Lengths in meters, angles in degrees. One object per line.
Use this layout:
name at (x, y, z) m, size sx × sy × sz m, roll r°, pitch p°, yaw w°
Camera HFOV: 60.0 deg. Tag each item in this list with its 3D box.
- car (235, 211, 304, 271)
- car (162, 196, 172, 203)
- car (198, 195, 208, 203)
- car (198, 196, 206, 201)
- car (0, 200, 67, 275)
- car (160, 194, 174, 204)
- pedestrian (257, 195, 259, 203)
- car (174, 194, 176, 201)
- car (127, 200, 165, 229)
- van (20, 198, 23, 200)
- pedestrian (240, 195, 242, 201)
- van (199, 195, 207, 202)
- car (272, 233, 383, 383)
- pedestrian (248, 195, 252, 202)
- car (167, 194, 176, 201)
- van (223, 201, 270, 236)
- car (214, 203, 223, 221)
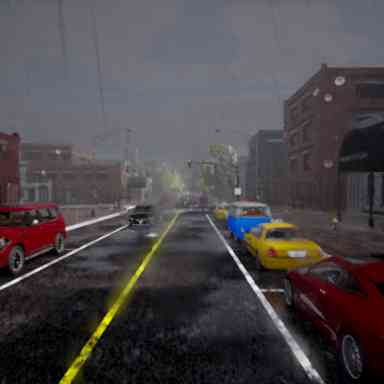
car at (2.687, 1.554, 10.815) m, size 1.752 × 1.417 × 4.829 m, roll -1°, pitch 0°, yaw 0°
car at (-5.700, 1.738, 76.427) m, size 1.887 × 1.381 × 4.507 m, roll -1°, pitch 0°, yaw 0°
car at (2.679, 1.508, 76.429) m, size 2.192 × 1.841 × 5.009 m, roll -1°, pitch 0°, yaw 0°
car at (2.679, 1.785, 93.060) m, size 2.008 × 1.369 × 4.403 m, roll -1°, pitch 0°, yaw 0°
car at (-5.696, 1.343, 10.643) m, size 2.192 × 1.841 × 5.009 m, roll -1°, pitch 0°, yaw 0°
car at (-5.701, 1.495, 70.883) m, size 2.192 × 1.841 × 5.009 m, roll -1°, pitch 0°, yaw 0°
pedestrian at (8.131, 1.228, 41.370) m, size 0.375 × 1.860 × 0.375 m, roll -1°, pitch 0°, yaw 0°
car at (-5.700, 1.789, 81.971) m, size 1.802 × 1.307 × 4.206 m, roll -1°, pitch 0°, yaw 0°
car at (-3.097, 1.563, 22.486) m, size 1.837 × 1.490 × 4.892 m, roll 0°, pitch 0°, yaw 0°
van at (-30.314, 1.854, 55.542) m, size 3.998 × 1.788 × 1.690 m, roll -1°, pitch 1°, yaw -1°
pedestrian at (6.131, 1.249, 41.970) m, size 0.375 × 1.860 × 0.375 m, roll -1°, pitch 0°, yaw 0°
van at (2.678, 1.548, 81.972) m, size 1.690 × 1.788 × 3.998 m, roll -1°, pitch 0°, yaw 0°
car at (2.687, 1.596, 5.097) m, size 1.802 × 1.307 × 4.206 m, roll -1°, pitch 0°, yaw 0°
pedestrian at (7.131, 1.240, 40.770) m, size 0.375 × 1.860 × 0.375 m, roll -1°, pitch 0°, yaw 0°
car at (-5.704, 1.549, 93.060) m, size 2.192 × 1.841 × 5.009 m, roll -1°, pitch 0°, yaw 0°
van at (2.684, 1.383, 16.194) m, size 1.690 × 1.788 × 3.998 m, roll -1°, pitch 0°, yaw 0°
car at (2.685, 1.596, 27.460) m, size 1.752 × 1.417 × 4.829 m, roll -1°, pitch 0°, yaw 0°
